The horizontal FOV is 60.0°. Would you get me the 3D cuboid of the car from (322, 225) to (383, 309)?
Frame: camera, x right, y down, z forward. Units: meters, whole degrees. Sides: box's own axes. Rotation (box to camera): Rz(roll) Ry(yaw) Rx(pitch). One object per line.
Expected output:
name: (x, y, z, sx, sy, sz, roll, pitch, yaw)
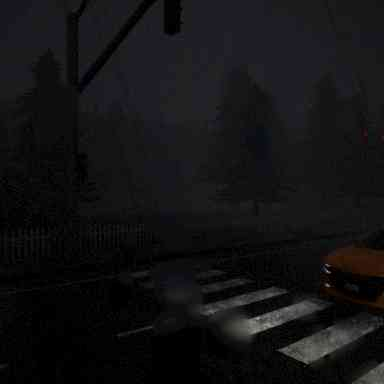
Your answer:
car: (4.959, 1.480, 7.522, 5.008, 1.535, 1.882, 0, 0, -35)
